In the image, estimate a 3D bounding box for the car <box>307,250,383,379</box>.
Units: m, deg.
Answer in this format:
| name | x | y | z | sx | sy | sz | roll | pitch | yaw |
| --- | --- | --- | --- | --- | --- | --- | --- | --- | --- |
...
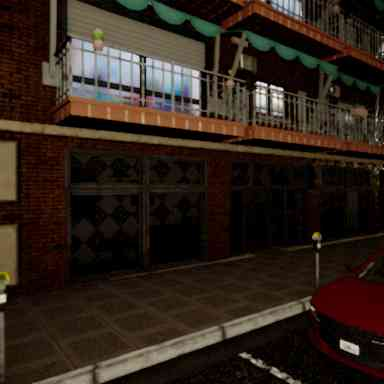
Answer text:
| name | x | y | z | sx | sy | sz | roll | pitch | yaw |
| --- | --- | --- | --- | --- | --- | --- | --- | --- | --- |
| car | 3.618 | 1.539 | 5.159 | 4.507 | 1.381 | 1.887 | 0 | 0 | -36 |
